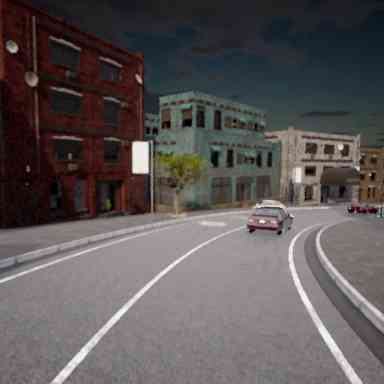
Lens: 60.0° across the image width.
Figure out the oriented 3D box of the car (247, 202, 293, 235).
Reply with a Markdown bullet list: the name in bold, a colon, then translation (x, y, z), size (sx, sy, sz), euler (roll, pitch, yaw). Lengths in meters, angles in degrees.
- **car**: translation (4.686, 1.590, 19.489), size (2.033, 1.411, 5.357), euler (3, 1, 25)

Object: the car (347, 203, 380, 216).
- **car**: translation (19.809, 1.926, 38.200), size (4.718, 1.301, 1.895), euler (1, 3, -40)

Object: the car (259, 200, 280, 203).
- **car**: translation (6.917, 1.451, 30.130), size (1.812, 1.442, 4.674), euler (4, 2, 38)
